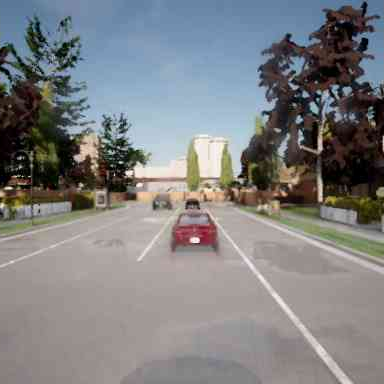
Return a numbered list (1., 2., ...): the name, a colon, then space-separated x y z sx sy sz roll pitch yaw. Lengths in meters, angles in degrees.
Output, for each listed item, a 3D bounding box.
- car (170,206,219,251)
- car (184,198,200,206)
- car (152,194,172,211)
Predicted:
1. car: 0.100 1.530 14.011 1.812 1.442 4.674 0 0 0
2. car: 0.009 1.514 43.628 1.837 1.490 4.892 0 0 -2
3. car: -3.620 1.230 41.208 2.150 2.045 5.566 0 0 -1
